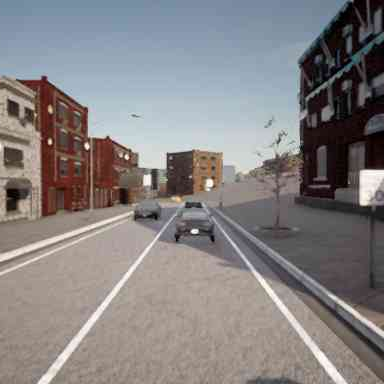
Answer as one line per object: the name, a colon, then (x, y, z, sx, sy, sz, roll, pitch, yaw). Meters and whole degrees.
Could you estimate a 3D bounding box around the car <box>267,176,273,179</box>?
car: (22.272, -3.839, 88.286, 2.002, 1.452, 4.674, 0, 1, -2)

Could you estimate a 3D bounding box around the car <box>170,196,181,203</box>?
car: (-3.368, 1.467, 67.901, 1.882, 1.535, 5.008, 0, 0, 0)

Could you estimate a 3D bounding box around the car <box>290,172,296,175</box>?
car: (23.678, -3.539, 71.550, 2.163, 1.488, 4.792, 0, 1, -6)

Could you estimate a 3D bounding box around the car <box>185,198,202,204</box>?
car: (0.173, 1.463, 37.076, 1.882, 1.535, 5.008, 0, 0, 0)

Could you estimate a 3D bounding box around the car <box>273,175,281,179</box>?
car: (22.613, -3.776, 82.748, 2.097, 1.535, 5.008, 0, 1, -4)

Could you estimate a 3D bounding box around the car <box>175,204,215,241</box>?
car: (0.119, 1.519, 16.544, 1.812, 1.442, 4.674, 0, 0, 0)

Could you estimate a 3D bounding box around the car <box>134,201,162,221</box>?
car: (-3.545, 1.465, 27.394, 1.882, 1.535, 5.008, 0, 0, 0)

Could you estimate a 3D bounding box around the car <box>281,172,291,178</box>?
car: (23.070, -3.800, 77.242, 2.185, 1.767, 4.553, 0, 1, -5)
